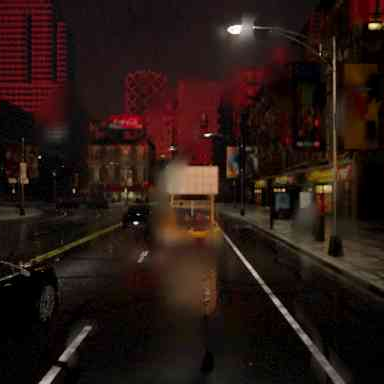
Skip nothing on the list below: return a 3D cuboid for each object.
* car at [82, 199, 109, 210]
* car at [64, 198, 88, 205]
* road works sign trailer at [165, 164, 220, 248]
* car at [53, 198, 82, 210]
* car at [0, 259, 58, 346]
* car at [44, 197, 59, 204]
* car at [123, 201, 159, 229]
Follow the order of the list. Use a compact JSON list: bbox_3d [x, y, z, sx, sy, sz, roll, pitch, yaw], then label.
[{"bbox_3d":[-13.095,1.688,46.022,1.882,1.535,5.008,1,-1,-35],"label":"car"},{"bbox_3d":[-23.883,1.909,68.482,4.718,1.301,1.895,0,0,30],"label":"car"},{"bbox_3d":[0.016,0.533,15.099,2.380,3.560,2.880,0,0,0],"label":"road works sign trailer"},{"bbox_3d":[-17.147,1.811,45.875,1.895,1.301,4.718,0,0,-39],"label":"car"},{"bbox_3d":[-3.395,1.512,4.239,2.128,1.511,4.902,0,0,0],"label":"car"},{"bbox_3d":[-29.184,1.844,70.659,4.674,1.452,2.002,0,0,20],"label":"car"},{"bbox_3d":[-3.379,1.607,22.421,1.837,1.490,4.892,0,0,0],"label":"car"}]
